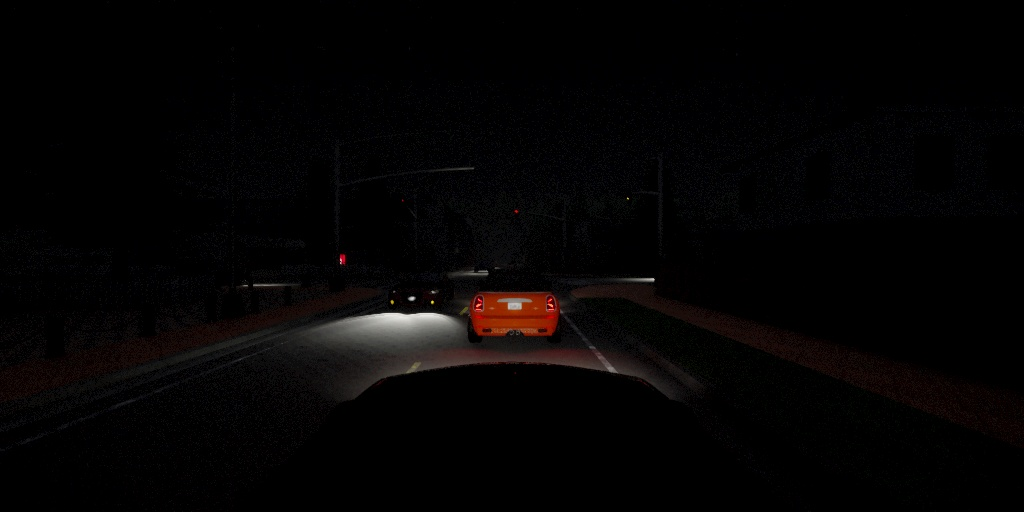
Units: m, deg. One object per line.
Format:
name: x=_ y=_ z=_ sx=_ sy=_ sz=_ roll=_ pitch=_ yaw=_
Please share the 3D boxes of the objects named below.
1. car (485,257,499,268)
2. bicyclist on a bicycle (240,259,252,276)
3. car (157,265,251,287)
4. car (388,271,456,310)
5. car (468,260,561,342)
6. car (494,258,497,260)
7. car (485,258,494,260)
car: x=-3.558 y=1.102 z=63.981 sx=2.097 sy=1.767 sz=4.553 roll=0 pitch=0 yaw=0
bicyclist on a bicycle: x=-23.557 y=1.066 z=31.740 sx=0.582 sy=1.620 sz=1.656 roll=0 pitch=0 yaw=-2
car: x=-20.841 y=1.312 z=24.336 sx=5.357 sy=1.411 sz=2.033 roll=0 pitch=0 yaw=-2
car: x=-3.517 y=1.314 z=14.634 sx=1.994 sy=1.385 sz=4.181 roll=0 pitch=0 yaw=0
car: x=0.072 y=1.102 z=9.881 sx=2.097 sy=1.767 sz=4.553 roll=0 pitch=0 yaw=0
car: x=-3.590 y=1.241 z=54.184 sx=2.128 sy=1.511 sz=4.902 roll=0 pitch=0 yaw=0
car: x=-3.597 y=1.228 z=44.722 sx=1.882 sy=1.535 sz=5.008 roll=0 pitch=0 yaw=0
